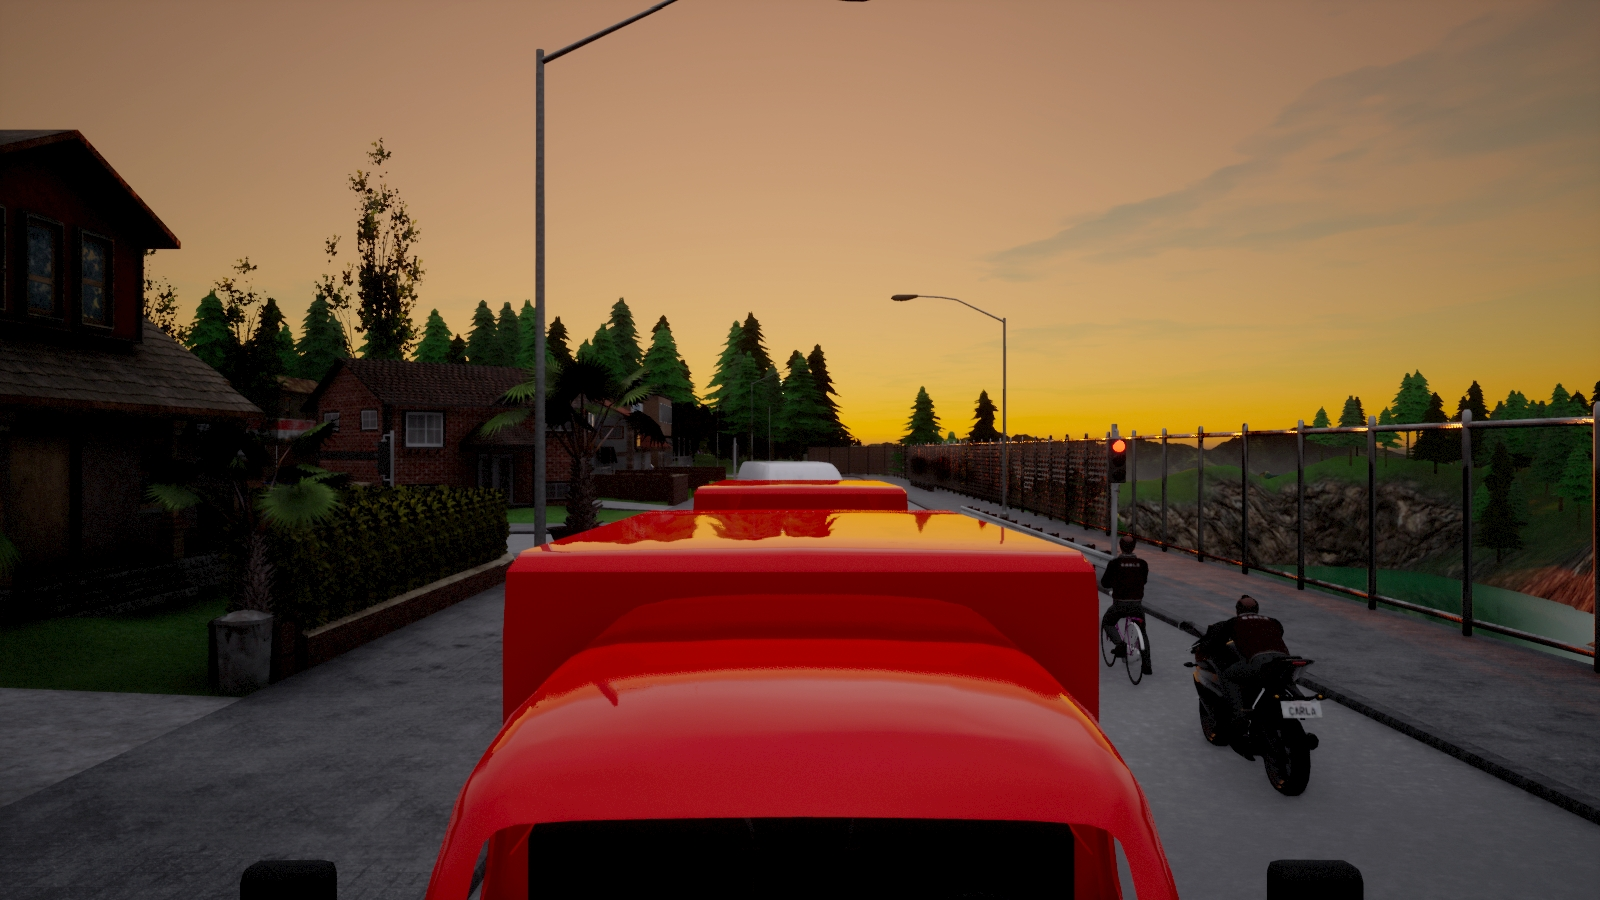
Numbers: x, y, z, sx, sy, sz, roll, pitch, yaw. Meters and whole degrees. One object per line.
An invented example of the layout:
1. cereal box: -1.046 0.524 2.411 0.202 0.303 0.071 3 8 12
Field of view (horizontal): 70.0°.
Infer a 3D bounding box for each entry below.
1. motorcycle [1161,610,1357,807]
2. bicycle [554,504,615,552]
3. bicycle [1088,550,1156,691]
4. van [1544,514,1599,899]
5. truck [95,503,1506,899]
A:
1. motorcycle: 4.000 2.210 10.191 0.867 1.251 2.209 0 0 0
2. bicycle: -6.027 2.170 32.019 1.487 1.276 0.859 0 0 8
3. bicycle: 3.986 2.066 14.240 0.329 1.471 1.835 0 0 0
4. van: 3.999 1.536 1.656 1.988 2.561 5.915 0 0 0
5. truck: -0.001 1.570 4.728 2.627 2.467 5.204 0 0 0
